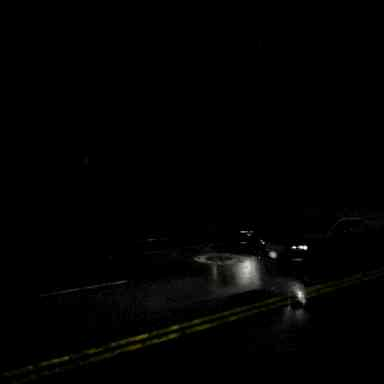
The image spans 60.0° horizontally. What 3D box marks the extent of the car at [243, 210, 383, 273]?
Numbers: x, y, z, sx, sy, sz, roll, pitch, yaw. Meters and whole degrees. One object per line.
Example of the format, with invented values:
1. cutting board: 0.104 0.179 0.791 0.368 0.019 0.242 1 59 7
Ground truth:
1. car: 4.258 1.488 10.706 4.902 1.511 2.128 0 0 -35

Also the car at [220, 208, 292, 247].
1. car: 3.409 1.471 14.093 5.008 1.535 1.882 0 0 -35
